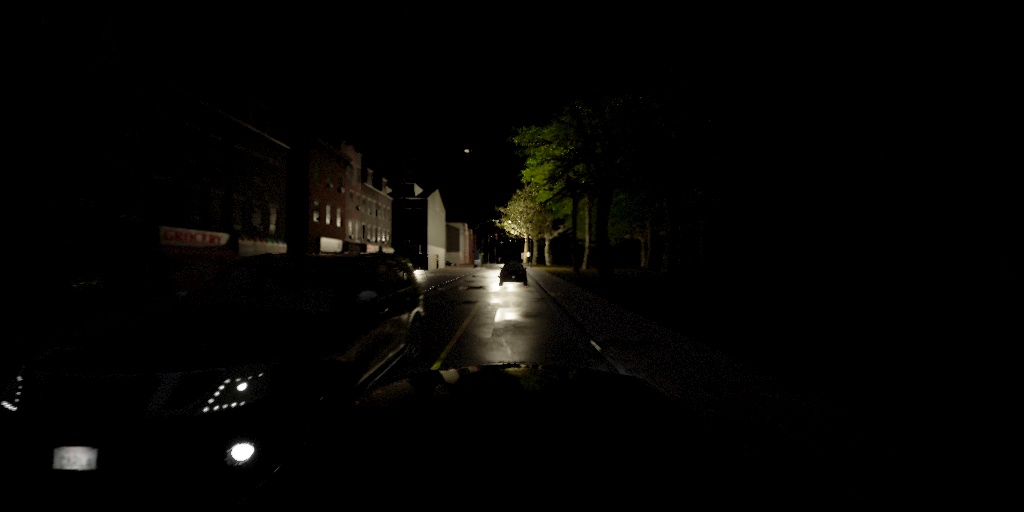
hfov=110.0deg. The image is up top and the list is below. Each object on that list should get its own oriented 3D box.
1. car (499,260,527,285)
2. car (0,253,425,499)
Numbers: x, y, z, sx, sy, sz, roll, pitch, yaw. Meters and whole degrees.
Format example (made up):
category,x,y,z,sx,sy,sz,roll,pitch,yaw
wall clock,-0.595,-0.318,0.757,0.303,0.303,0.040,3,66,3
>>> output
category,x,y,z,sx,sy,sz,roll,pitch,yaw
car,0.093,1.244,26.015,1.882,1.535,5.008,0,0,0
car,-2.826,0.973,5.100,2.150,2.045,5.566,0,0,0
